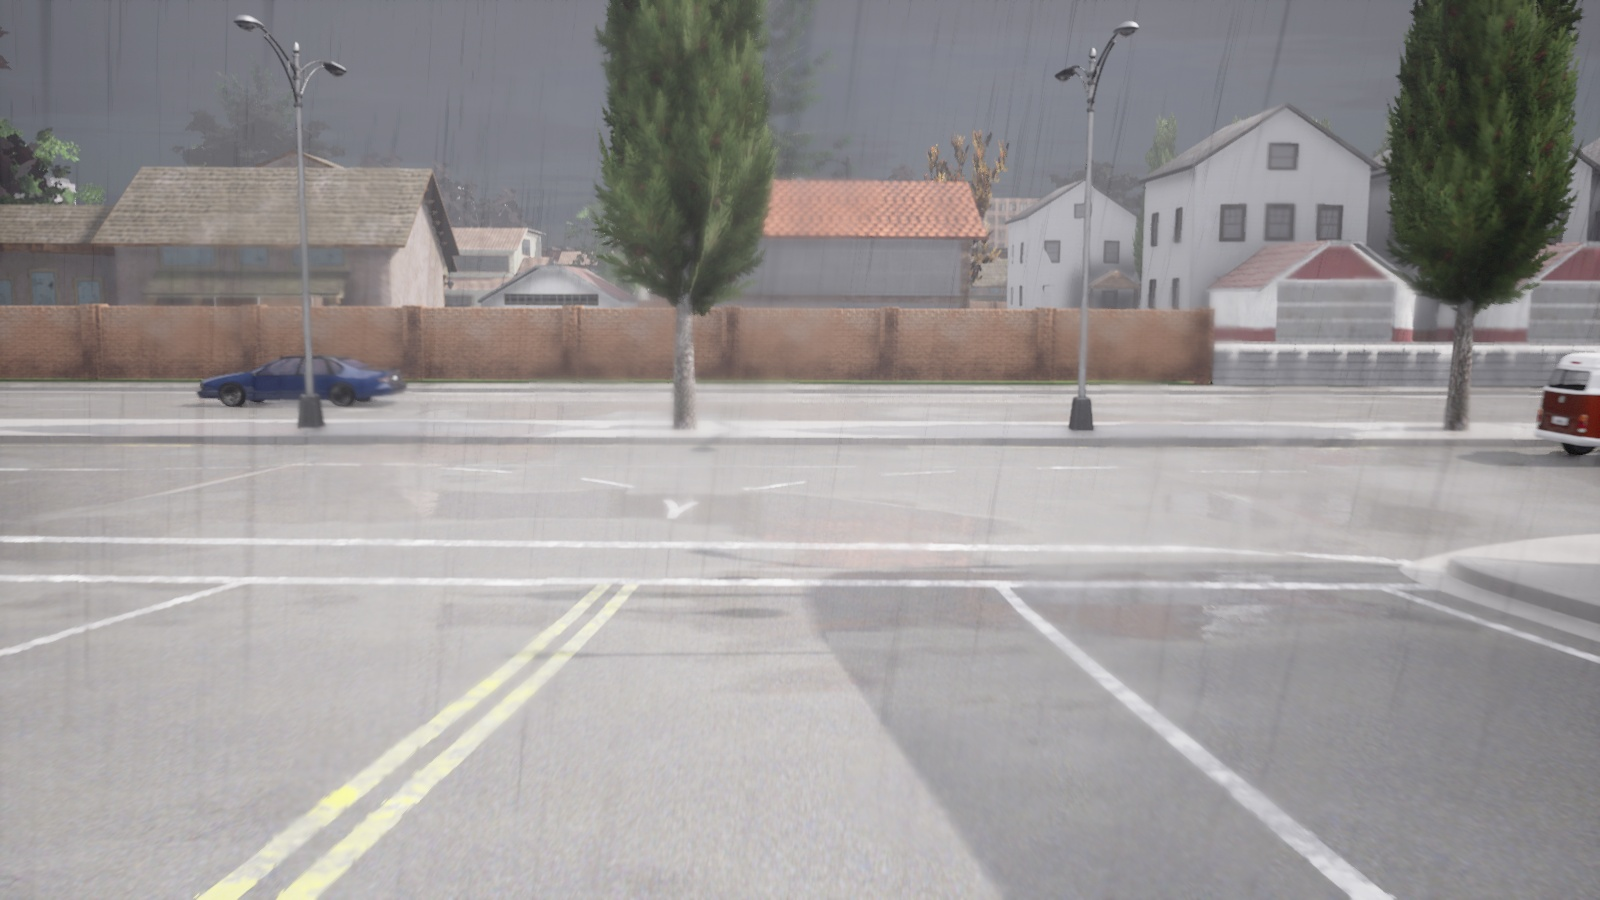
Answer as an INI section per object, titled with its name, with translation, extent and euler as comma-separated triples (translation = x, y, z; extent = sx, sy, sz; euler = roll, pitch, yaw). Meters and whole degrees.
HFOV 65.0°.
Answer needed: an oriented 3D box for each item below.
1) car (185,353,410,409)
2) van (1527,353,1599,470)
[car]
translation = -13.812, -1.932, 34.767
extent = 5.357, 1.411, 2.033
euler = 0, 7, -1
[van]
translation = 16.651, -0.756, 23.743
extent = 4.480, 2.038, 2.069
euler = 0, 7, -1
